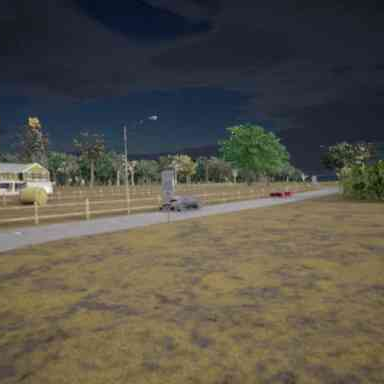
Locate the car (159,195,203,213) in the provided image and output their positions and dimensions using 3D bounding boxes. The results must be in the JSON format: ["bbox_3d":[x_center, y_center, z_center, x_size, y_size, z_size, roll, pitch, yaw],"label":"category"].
[{"bbox_3d":[-0.883,0.950,28.306,1.994,1.385,4.181,-2,1,36],"label":"car"}]

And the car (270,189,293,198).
[{"bbox_3d":[12.683,0.172,47.233,1.895,1.301,4.718,-2,1,36],"label":"car"}]
